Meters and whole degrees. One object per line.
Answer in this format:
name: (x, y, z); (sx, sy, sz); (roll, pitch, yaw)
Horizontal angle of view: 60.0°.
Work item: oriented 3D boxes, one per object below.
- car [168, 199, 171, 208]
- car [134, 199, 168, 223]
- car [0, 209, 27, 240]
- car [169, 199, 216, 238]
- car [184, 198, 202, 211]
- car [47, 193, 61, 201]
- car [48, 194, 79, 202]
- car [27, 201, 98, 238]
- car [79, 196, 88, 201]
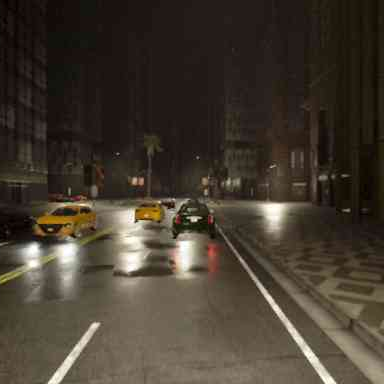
car: (-3.150, 1.589, 43.691); (1.895, 1.301, 4.718); (0, 0, 0)
car: (-3.151, 1.466, 25.388); (1.882, 1.535, 5.008); (0, 0, 0)
car: (-9.764, 1.557, 16.951); (1.994, 1.385, 4.181); (0, 0, 0)
car: (0.100, 1.345, 17.777); (2.097, 1.767, 4.553); (0, 0, 0)
car: (0.100, 1.535, 41.502); (2.033, 1.411, 5.357); (0, 0, 0)
car: (-30.704, 1.219, 72.973); (5.009, 1.841, 2.192); (0, 0, -1)
car: (-24.936, 1.524, 64.537); (4.313, 1.339, 1.947); (0, 0, -1)
car: (-6.505, 1.471, 17.769); (1.882, 1.535, 5.008); (0, 0, 0)
car: (-25.066, 1.506, 73.061); (4.206, 1.307, 1.802); (0, 0, -1)
